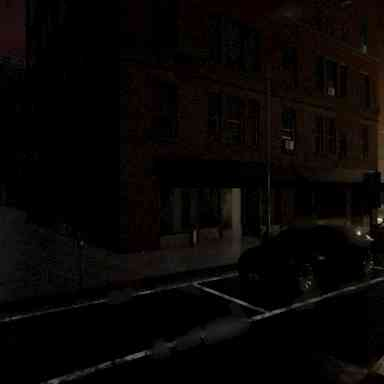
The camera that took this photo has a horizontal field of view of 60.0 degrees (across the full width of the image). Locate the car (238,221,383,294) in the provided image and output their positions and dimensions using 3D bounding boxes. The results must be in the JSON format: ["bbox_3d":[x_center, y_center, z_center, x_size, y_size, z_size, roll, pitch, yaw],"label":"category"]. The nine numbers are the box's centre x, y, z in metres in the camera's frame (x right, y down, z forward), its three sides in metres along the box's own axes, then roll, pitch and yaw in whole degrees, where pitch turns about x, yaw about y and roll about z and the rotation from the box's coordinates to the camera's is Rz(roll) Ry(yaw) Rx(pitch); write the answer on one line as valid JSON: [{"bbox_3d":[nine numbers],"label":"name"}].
[{"bbox_3d":[3.175,1.565,8.809,4.313,1.339,1.947,0,0,-36],"label":"car"}]
